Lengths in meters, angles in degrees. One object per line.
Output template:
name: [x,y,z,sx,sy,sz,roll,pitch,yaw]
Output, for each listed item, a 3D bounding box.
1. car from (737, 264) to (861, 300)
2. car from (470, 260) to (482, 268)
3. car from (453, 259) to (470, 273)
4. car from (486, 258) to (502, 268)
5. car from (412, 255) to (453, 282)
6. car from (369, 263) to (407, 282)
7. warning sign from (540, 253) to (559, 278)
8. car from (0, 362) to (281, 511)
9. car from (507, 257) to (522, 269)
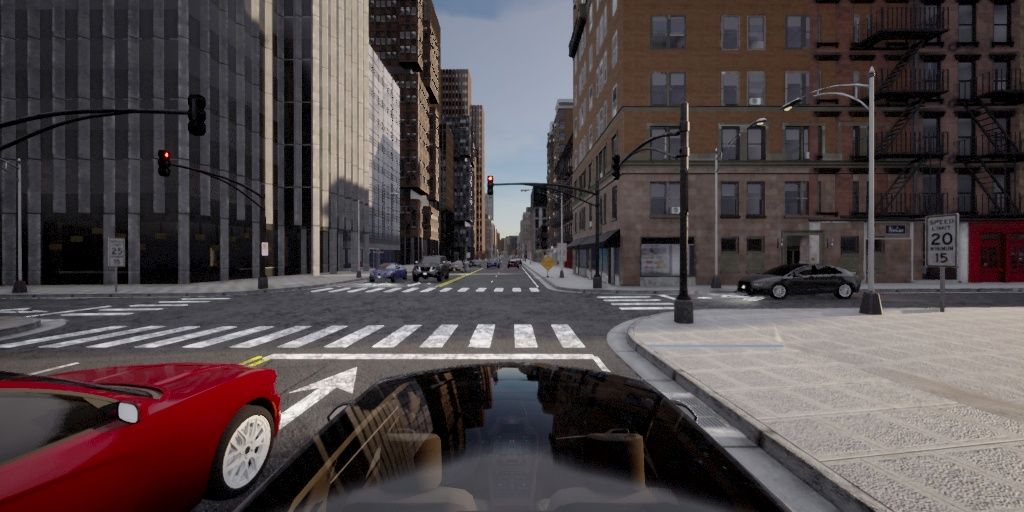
car: [12.906,1.114,16.281,4.892,1.490,1.837,-1,0,-1]
car: [-6.363,1.332,61.717,1.994,1.385,4.181,0,0,1]
car: [-6.499,1.263,42.502,1.837,1.490,4.892,0,0,0]
car: [-3.050,1.118,59.502,2.097,1.767,4.553,0,0,1]
car: [-6.546,0.974,29.497,2.150,2.045,5.566,0,0,-1]
car: [-9.784,1.278,28.743,1.812,1.442,4.674,0,0,0]
warning sign: [2.917,0.868,29.148,1.300,1.860,1.060,0,0,0]
car: [-3.153,1.228,1.429,1.882,1.535,5.008,0,0,0]
car: [0.193,1.270,58.753,1.837,1.490,4.892,0,0,0]
